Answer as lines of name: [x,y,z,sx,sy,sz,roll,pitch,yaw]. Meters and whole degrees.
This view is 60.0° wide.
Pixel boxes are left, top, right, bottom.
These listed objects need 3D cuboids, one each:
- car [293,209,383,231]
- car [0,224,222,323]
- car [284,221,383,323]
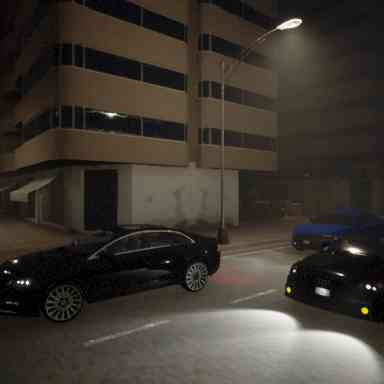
car: [5.947,1.478,13.113,5.008,1.535,1.882,0,0,-38]
car: [-1.548,1.492,7.289,4.902,1.511,2.128,0,0,-37]
car: [3.853,1.564,7.043,4.181,1.385,1.994,0,0,-38]
